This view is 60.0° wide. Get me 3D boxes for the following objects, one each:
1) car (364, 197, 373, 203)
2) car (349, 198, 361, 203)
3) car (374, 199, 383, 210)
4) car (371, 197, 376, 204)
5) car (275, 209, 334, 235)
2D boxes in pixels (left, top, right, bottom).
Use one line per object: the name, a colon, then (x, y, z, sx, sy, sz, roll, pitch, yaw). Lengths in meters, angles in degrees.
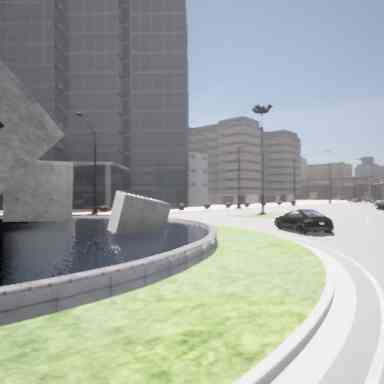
car: (43.192, 1.972, 80.281, 2.097, 1.767, 4.553, -1, -1, 43)
car: (40.602, 2.147, 82.632, 1.882, 1.535, 5.008, -1, -1, 43)
car: (28.941, 1.931, 49.186, 1.994, 1.385, 4.181, -1, -1, 42)
car: (34.911, 2.056, 60.996, 1.895, 1.301, 4.718, -1, -1, 43)
car: (6.823, 1.768, 20.623, 1.994, 1.385, 4.181, 0, -1, -13)
